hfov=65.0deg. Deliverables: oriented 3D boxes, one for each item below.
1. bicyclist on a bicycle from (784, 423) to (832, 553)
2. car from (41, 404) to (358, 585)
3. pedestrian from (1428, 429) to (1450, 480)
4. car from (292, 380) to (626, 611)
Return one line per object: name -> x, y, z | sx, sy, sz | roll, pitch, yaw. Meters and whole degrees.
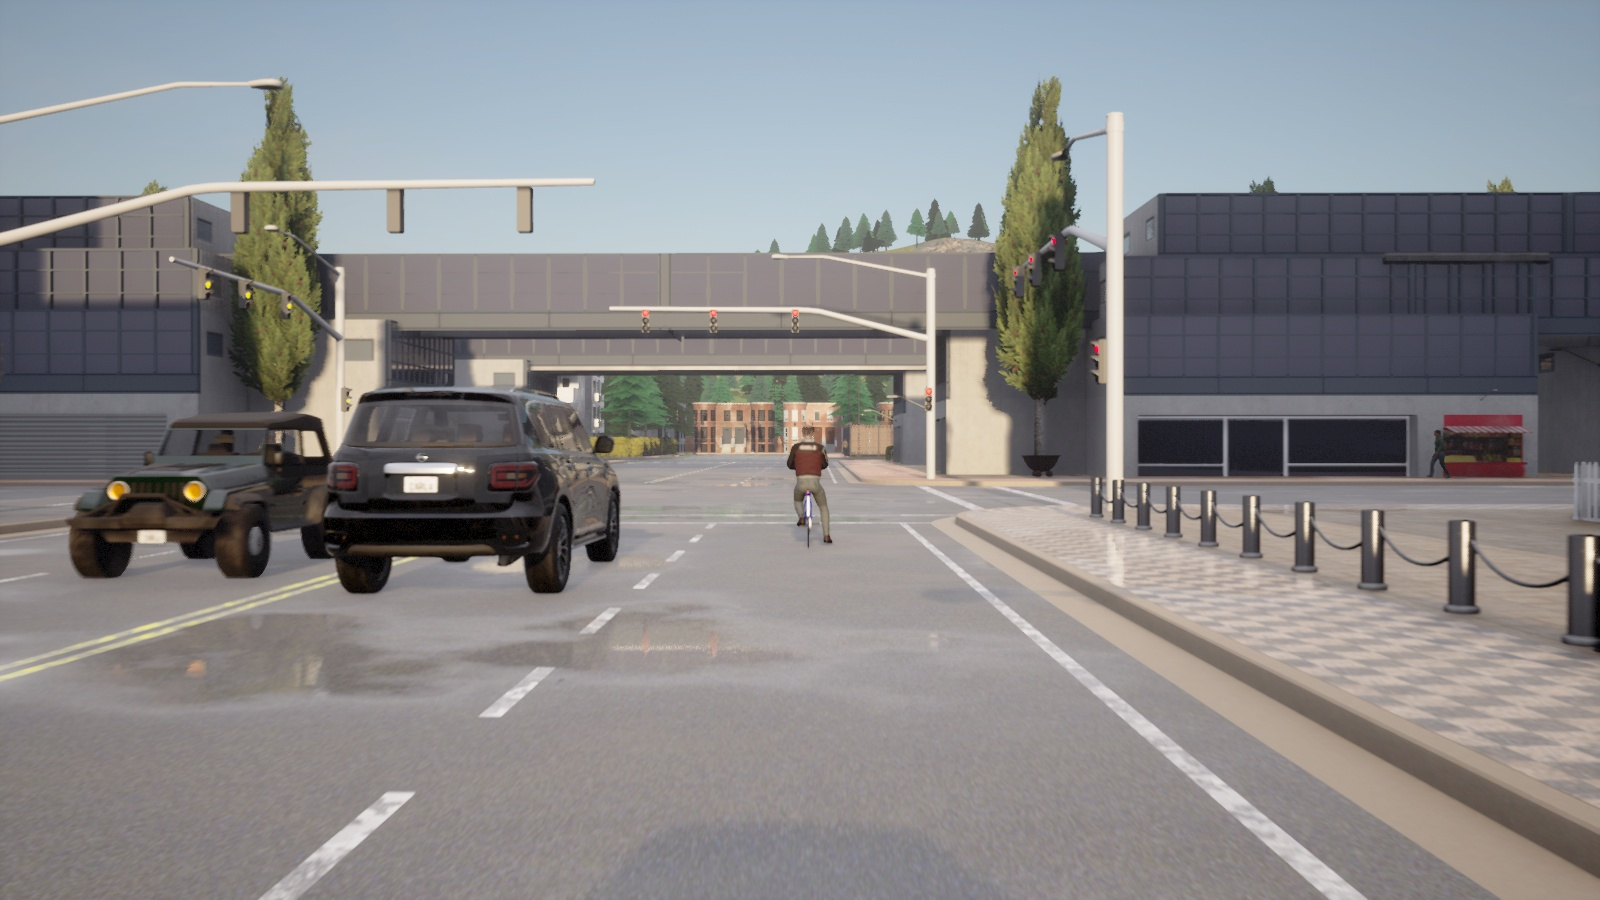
bicyclist on a bicycle -> 0.119, 0.515, 18.180 | 0.659, 1.776, 1.843 | 0, 1, 0
car -> -6.902, 0.453, 14.949 | 1.905, 1.878, 3.866 | 0, 0, 0
pedestrian -> 23.274, 0.166, 45.719 | 0.614, 1.847, 0.353 | 0, 0, -2
car -> -3.405, 0.384, 13.902 | 2.150, 2.045, 5.566 | 0, 0, 0
